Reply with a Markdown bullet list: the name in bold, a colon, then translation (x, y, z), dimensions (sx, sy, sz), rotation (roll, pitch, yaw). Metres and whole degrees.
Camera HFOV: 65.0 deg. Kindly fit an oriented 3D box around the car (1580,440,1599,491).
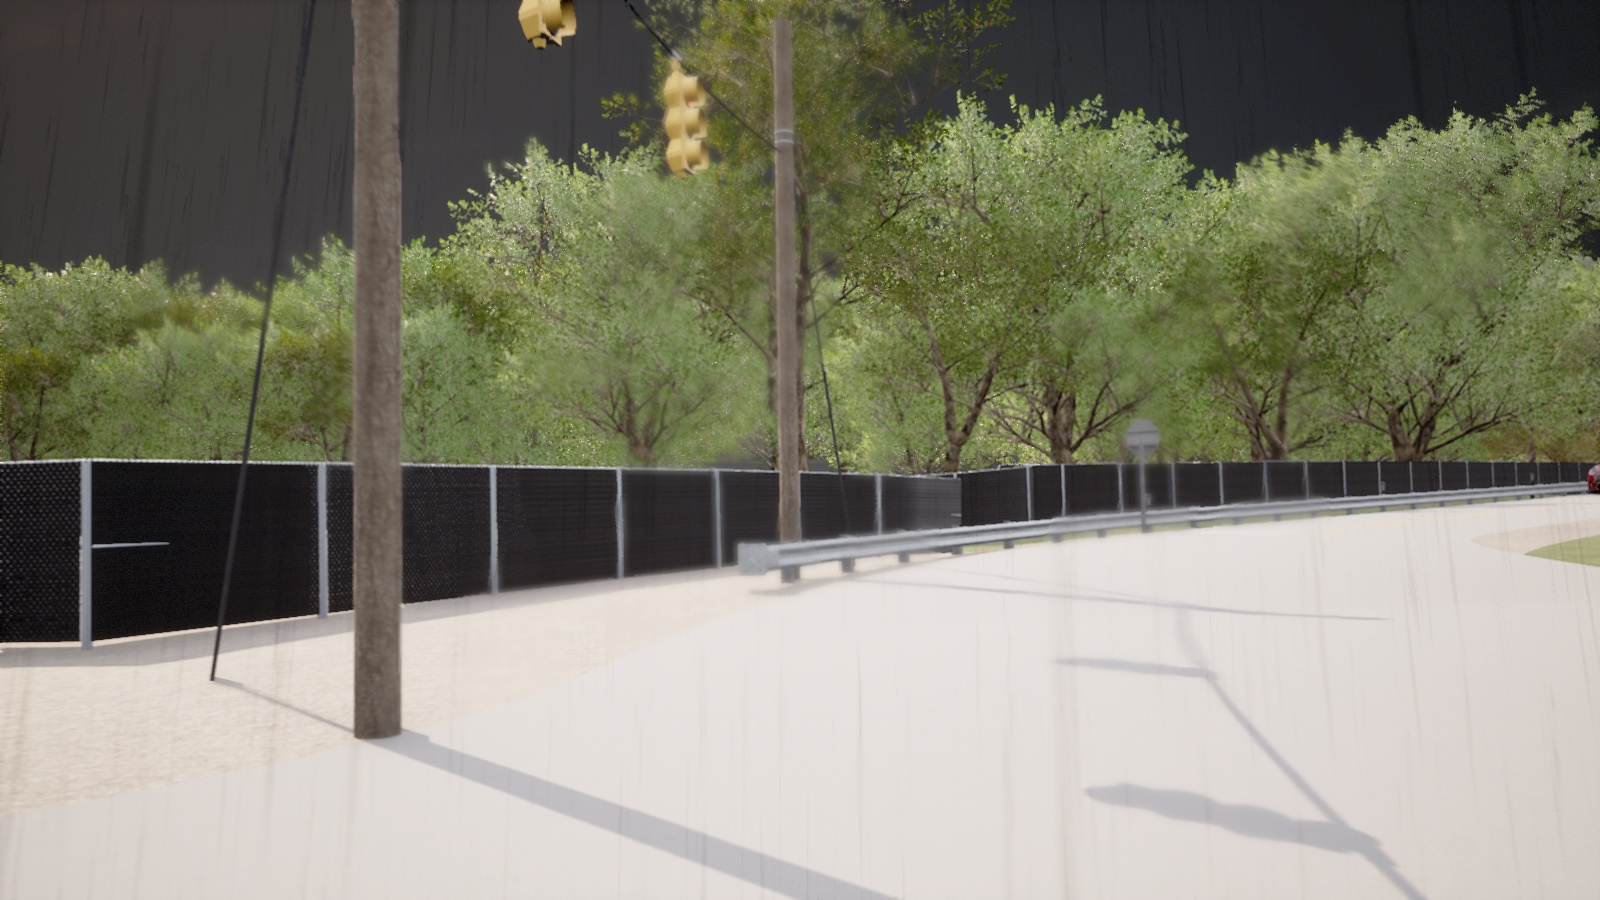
- **car**: translation (30.055, 0.467, 45.030), dimensions (4.553, 1.767, 2.097), rotation (-1, -2, -40)
